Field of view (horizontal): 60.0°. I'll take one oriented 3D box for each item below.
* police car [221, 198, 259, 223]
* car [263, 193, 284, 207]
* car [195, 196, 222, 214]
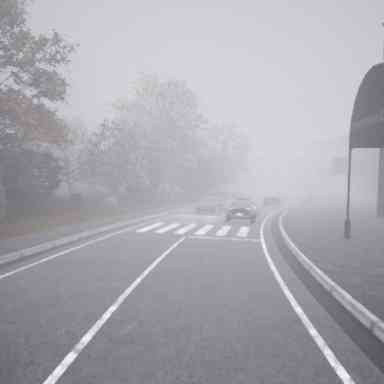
[{"bbox_3d":[3.701,1.253,23.788,2.038,1.542,4.974,1,1,15],"label":"police car"},{"bbox_3d":[10.140,0.905,41.142,1.882,1.535,5.008,2,2,23],"label":"car"},{"bbox_3d":[1.704,1.126,30.033,1.837,1.490,4.892,2,2,19],"label":"car"}]
